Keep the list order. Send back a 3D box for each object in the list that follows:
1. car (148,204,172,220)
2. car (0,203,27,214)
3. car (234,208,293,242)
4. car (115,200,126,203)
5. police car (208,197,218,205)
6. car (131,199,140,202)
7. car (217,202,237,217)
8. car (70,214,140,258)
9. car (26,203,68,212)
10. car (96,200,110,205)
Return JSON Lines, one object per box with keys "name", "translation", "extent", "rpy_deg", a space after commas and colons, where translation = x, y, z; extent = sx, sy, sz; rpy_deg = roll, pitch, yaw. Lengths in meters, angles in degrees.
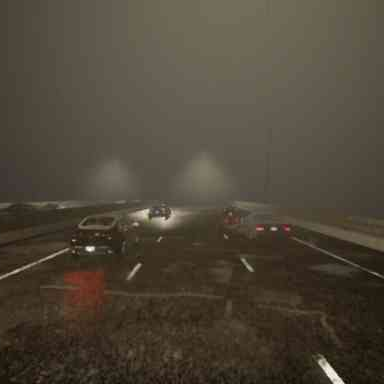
{"name": "car", "translation": [-3.074, 1.896, 32.381], "extent": [2.033, 1.411, 5.357], "rpy_deg": [0, -1, 1]}
{"name": "car", "translation": [-17.252, 1.861, 33.236], "extent": [1.837, 1.490, 4.892], "rpy_deg": [0, -1, 1]}
{"name": "car", "translation": [3.701, 1.736, 17.408], "extent": [2.033, 1.411, 5.357], "rpy_deg": [0, -1, 1]}
{"name": "car", "translation": [-15.860, 2.482, 74.675], "extent": [1.895, 1.301, 4.718], "rpy_deg": [0, -1, 2]}
{"name": "police car", "translation": [5.856, 2.532, 89.152], "extent": [1.930, 1.638, 5.238], "rpy_deg": [0, -1, 3]}
{"name": "car", "translation": [-12.423, 2.344, 73.144], "extent": [2.033, 1.411, 5.357], "rpy_deg": [0, -1, 2]}
{"name": "car", "translation": [4.013, 1.999, 36.567], "extent": [1.895, 1.301, 4.718], "rpy_deg": [0, -1, 1]}
{"name": "car", "translation": [-3.334, 1.648, 13.398], "extent": [1.837, 1.490, 4.892], "rpy_deg": [0, -1, 0]}
{"name": "car", "translation": [-13.764, 1.900, 32.902], "extent": [2.033, 1.411, 5.357], "rpy_deg": [0, -1, 1]}
{"name": "car", "translation": [-19.451, 2.379, 72.624], "extent": [1.994, 1.385, 4.181], "rpy_deg": [0, -1, 2]}
